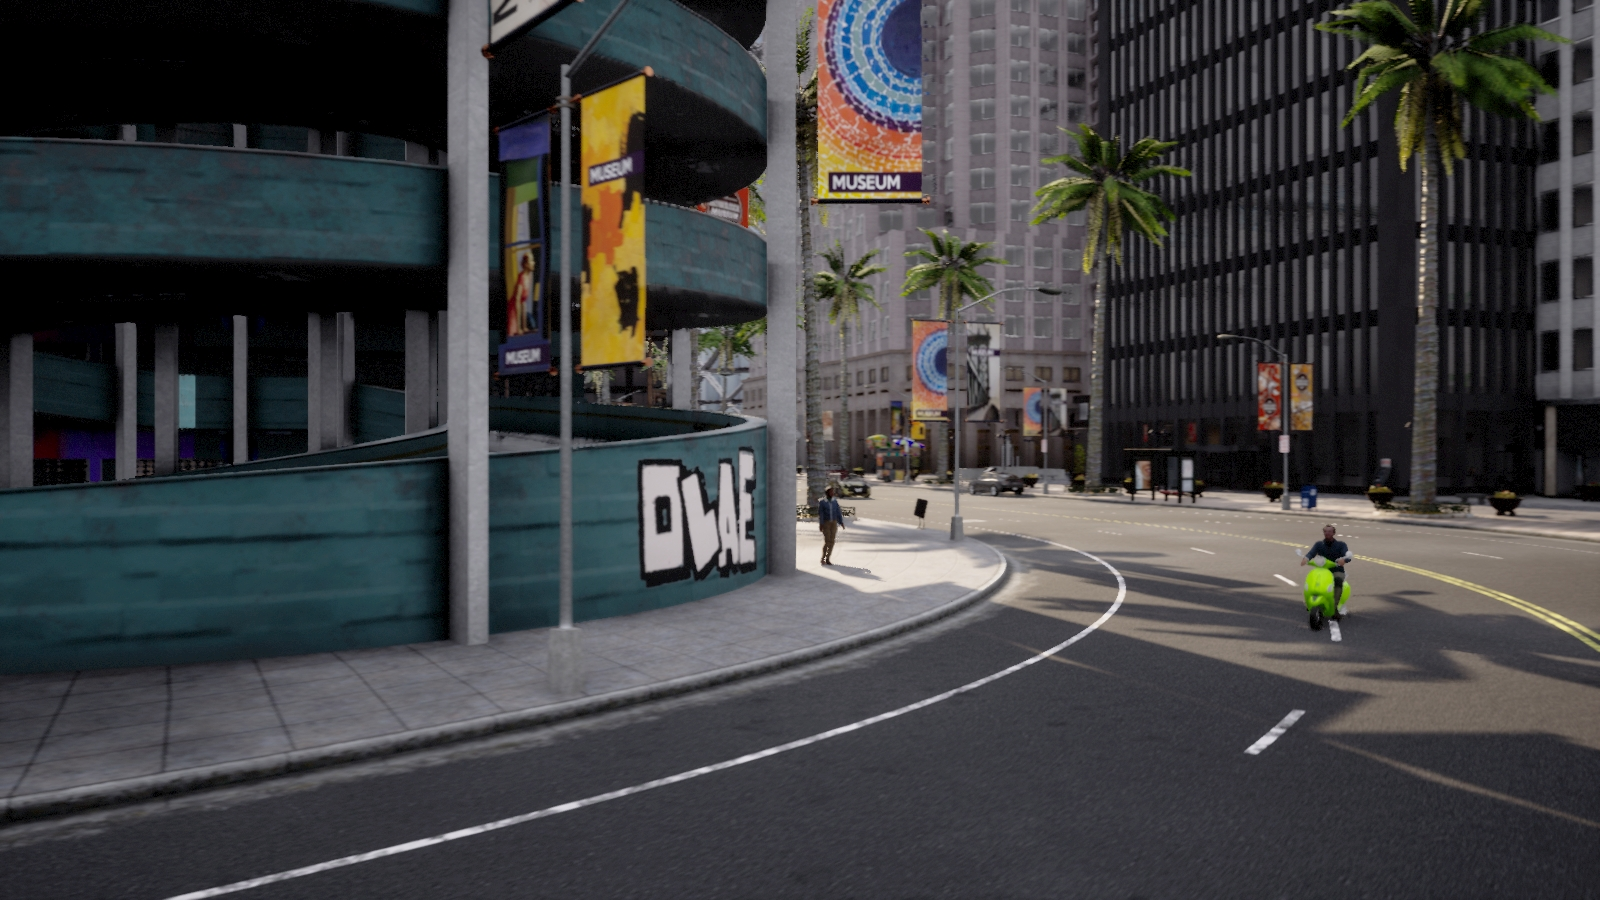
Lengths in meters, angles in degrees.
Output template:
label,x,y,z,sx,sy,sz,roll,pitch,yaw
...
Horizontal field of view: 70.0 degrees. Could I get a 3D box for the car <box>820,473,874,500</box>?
label,x,y,z,sx,sy,sz,roll,pitch,yaw
car,2.764,2.121,67.870,1.970,1.475,3.806,0,0,-19

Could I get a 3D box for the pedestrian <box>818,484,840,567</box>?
label,x,y,z,sx,sy,sz,roll,pitch,yaw
pedestrian,0.660,1.718,26.190,0.375,1.860,0.375,0,0,-22
